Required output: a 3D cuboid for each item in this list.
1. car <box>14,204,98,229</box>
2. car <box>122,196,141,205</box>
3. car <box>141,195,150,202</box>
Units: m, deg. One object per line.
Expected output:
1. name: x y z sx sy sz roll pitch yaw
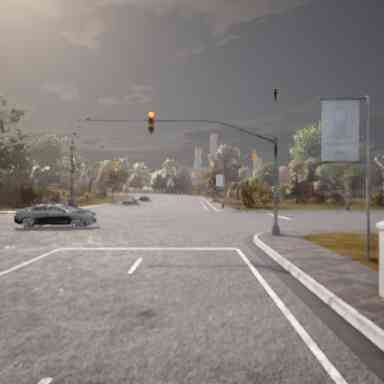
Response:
1. car: -8.504 1.499 20.967 4.902 1.511 2.128 0 0 -3
2. car: -10.394 1.516 55.665 1.994 1.385 4.181 0 0 1
3. car: -10.285 1.399 71.422 1.895 1.301 4.718 0 1 0
